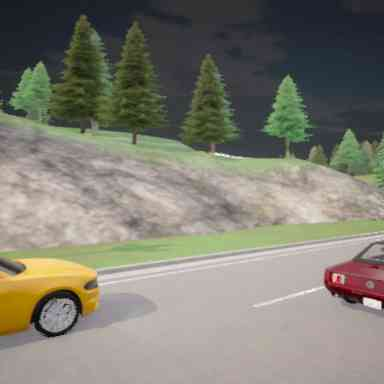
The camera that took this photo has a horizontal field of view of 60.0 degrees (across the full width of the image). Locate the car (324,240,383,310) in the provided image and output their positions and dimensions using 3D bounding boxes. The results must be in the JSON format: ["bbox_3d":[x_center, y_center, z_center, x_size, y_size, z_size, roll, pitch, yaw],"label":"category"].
[{"bbox_3d":[4.984,1.704,7.203,4.718,1.301,1.895,1,-1,-36],"label":"car"}]

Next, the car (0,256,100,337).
[{"bbox_3d":[-3.979,1.546,5.157,5.008,1.535,1.882,0,0,-34],"label":"car"}]
